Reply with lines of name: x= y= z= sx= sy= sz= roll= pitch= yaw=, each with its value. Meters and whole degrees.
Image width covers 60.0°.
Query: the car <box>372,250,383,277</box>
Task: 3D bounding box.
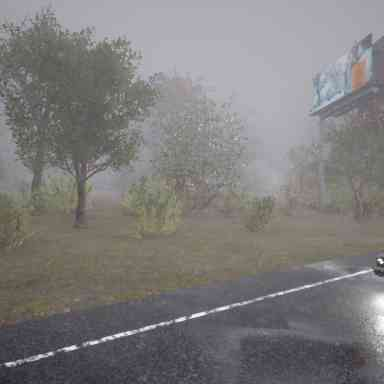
car: x=7.020 y=1.566 z=8.881 sx=5.357 sy=1.411 sz=2.033 roll=0 pitch=0 yaw=-35
